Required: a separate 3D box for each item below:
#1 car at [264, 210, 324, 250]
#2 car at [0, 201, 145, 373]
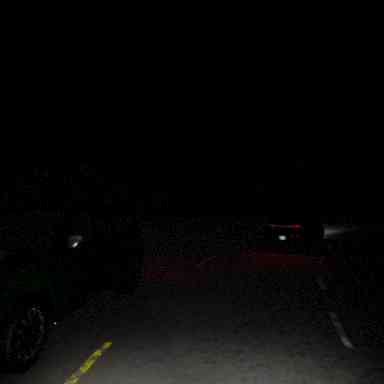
[{"bbox_3d":[4.649,1.537,14.830,2.128,1.511,4.902,0,0,29],"label":"car"},{"bbox_3d":[-2.685,1.223,6.149,2.150,2.045,5.566,0,0,13],"label":"car"}]
